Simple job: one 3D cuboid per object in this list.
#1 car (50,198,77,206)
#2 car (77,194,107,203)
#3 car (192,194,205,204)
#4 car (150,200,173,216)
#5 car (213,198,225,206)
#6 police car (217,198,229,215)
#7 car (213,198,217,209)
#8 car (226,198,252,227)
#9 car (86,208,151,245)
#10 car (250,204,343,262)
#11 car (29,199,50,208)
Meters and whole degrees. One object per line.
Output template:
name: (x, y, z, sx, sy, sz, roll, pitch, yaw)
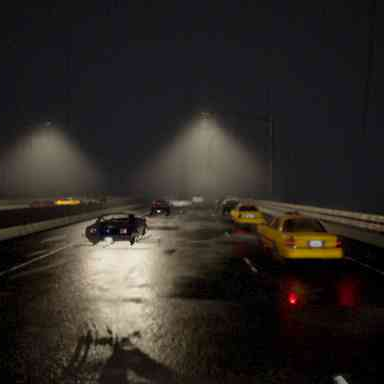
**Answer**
car: (-16.925, 1.517, 45.155, 1.882, 1.535, 5.008, 0, 0, 2)
car: (-13.413, 1.264, 45.910, 2.150, 2.045, 5.566, 0, 0, 2)
car: (1.236, 1.318, 63.675, 2.150, 2.045, 5.566, 0, 0, 2)
car: (-3.025, 1.526, 33.289, 1.837, 1.490, 4.892, 0, 0, 1)
car: (4.475, 1.675, 55.582, 1.895, 1.301, 4.718, 0, 0, 2)
police car: (3.879, 1.449, 33.825, 1.930, 1.638, 5.238, 0, 0, 1)
car: (4.141, 1.549, 44.634, 1.837, 1.490, 4.892, 0, 0, 2)
car: (3.685, 1.463, 22.984, 1.801, 1.575, 5.366, 0, 0, 1)
car: (-3.302, 1.597, 15.516, 1.895, 1.301, 4.718, 0, 0, 1)
car: (3.558, 1.452, 12.062, 1.801, 1.575, 5.366, 0, 0, 0)
car: (-20.415, 1.604, 45.413, 1.994, 1.385, 4.181, 0, 0, 2)
